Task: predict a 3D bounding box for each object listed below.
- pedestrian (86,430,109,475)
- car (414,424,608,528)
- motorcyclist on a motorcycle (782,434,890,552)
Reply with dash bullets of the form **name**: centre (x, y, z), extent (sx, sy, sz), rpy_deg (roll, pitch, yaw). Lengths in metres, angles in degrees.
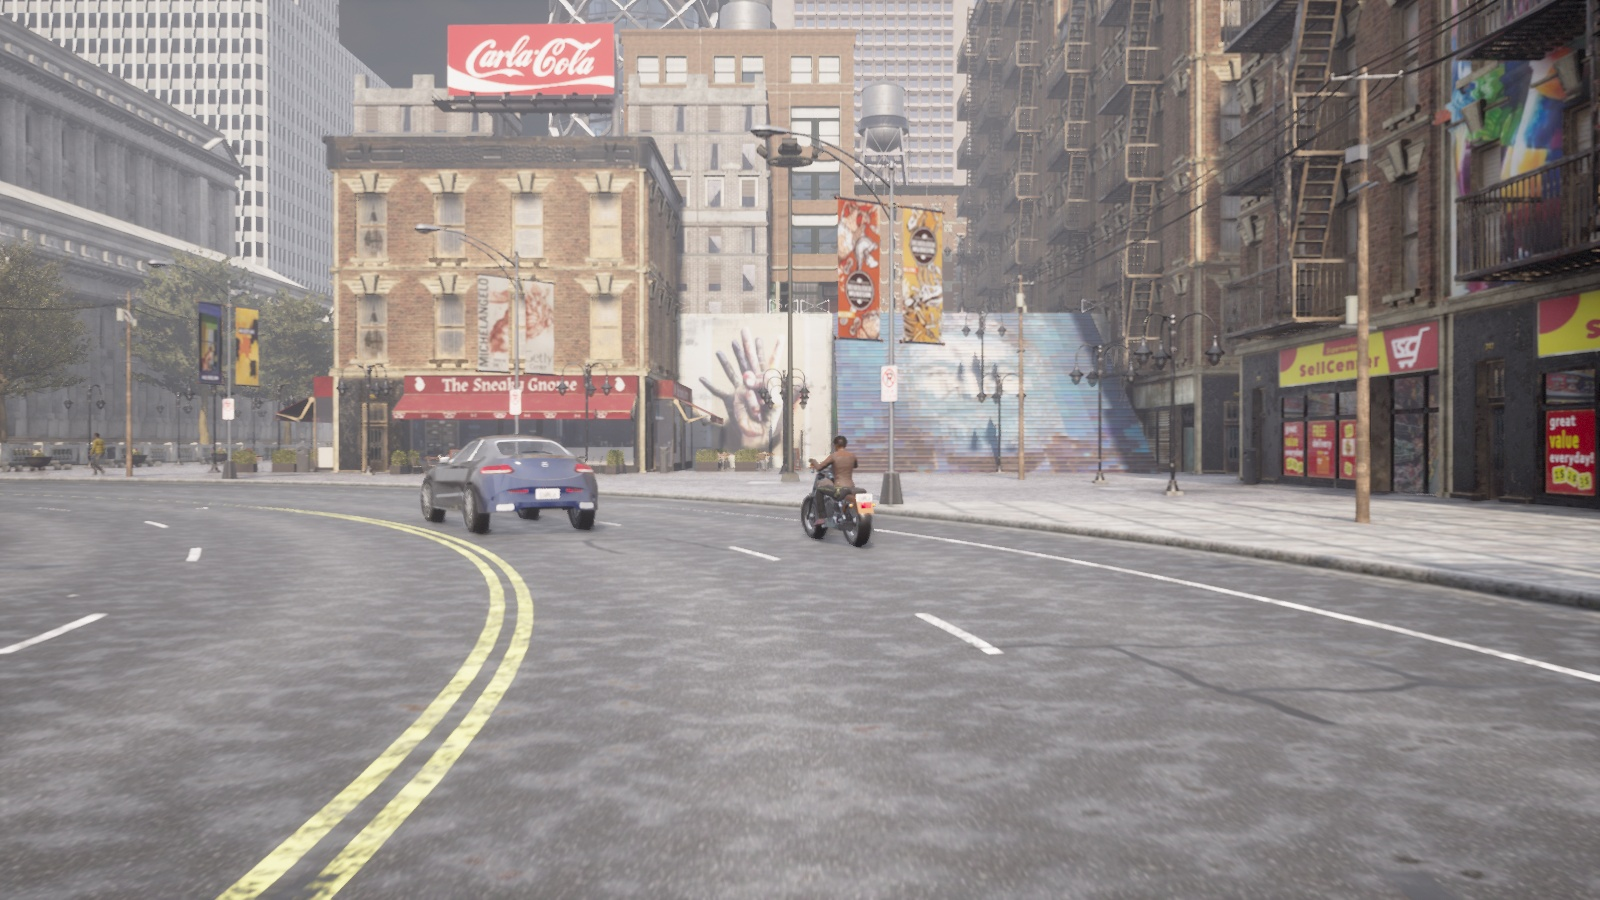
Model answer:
- **pedestrian**: centre (-28.877, 0.089, 51.614), extent (0.709, 1.840, 0.431), rpy_deg (0, 0, 7)
- **car**: centre (-5.353, 0.393, 22.682), extent (2.152, 1.651, 5.027), rpy_deg (0, 0, -29)
- **motorcyclist on a motorcycle**: centre (0.496, 0.592, 18.703), extent (0.766, 1.649, 2.350), rpy_deg (0, 0, -21)
